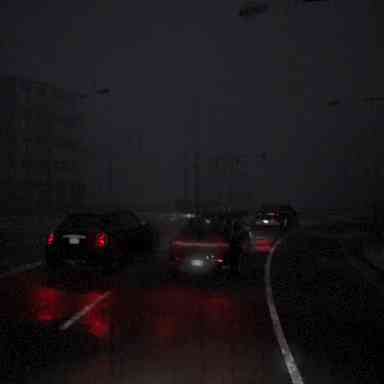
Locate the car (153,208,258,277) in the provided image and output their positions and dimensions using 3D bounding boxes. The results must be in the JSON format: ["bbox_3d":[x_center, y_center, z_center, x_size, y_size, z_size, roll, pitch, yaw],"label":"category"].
[{"bbox_3d":[0.730,1.487,10.321,2.128,1.511,4.902,0,0,14],"label":"car"}]

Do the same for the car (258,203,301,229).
[{"bbox_3d":[5.706,1.496,21.841,1.837,1.490,4.892,0,0,33],"label":"car"}]

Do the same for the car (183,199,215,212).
[{"bbox_3d":[1.437,1.552,34.120,1.994,1.385,4.181,0,0,37],"label":"car"}]

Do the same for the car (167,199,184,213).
[{"bbox_3d":[-1.299,1.493,36.312,1.837,1.490,4.892,0,0,37],"label":"car"}]

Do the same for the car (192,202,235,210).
[{"bbox_3d":[2.199,1.592,22.856,1.895,1.301,4.718,0,0,32],"label":"car"}]

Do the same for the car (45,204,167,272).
[{"bbox_3d":[-2.666,1.348,11.076,2.097,1.767,4.553,0,0,14],"label":"car"}]
